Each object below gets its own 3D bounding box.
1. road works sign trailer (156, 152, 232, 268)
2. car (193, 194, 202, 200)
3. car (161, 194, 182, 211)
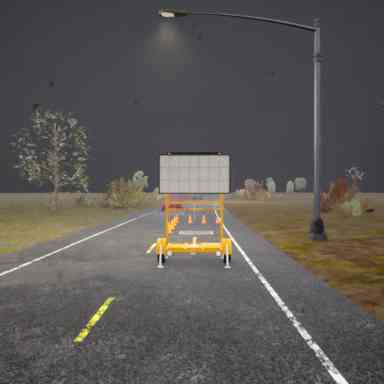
[{"bbox_3d":[0.085,0.464,11.258,2.380,3.560,2.880,0,0,1],"label":"road works sign trailer"},{"bbox_3d":[1.581,1.201,91.269,2.150,2.045,5.566,0,0,6],"label":"car"},{"bbox_3d":[-2.427,1.215,40.400,2.150,2.045,5.566,0,0,3],"label":"car"}]
